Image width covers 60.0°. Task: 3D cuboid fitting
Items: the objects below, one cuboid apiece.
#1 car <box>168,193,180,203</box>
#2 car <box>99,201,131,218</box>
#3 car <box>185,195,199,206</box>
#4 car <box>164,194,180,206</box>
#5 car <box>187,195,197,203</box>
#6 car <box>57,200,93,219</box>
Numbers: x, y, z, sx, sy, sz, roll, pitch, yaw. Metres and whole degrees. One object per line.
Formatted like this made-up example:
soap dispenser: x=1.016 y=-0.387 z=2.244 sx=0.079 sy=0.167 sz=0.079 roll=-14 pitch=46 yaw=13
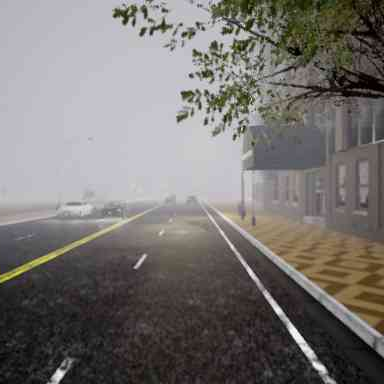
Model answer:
car: x=-3.300 y=1.136 z=62.175 sx=2.097 sy=1.767 sz=4.553 roll=0 pitch=0 yaw=0
car: x=-6.535 y=1.471 z=28.434 sx=1.994 sy=1.385 sz=4.181 roll=0 pitch=0 yaw=0
car: x=-0.042 y=1.324 z=51.790 sx=1.837 sy=1.490 sz=4.892 roll=0 pitch=0 yaw=0
car: x=-3.292 y=1.313 z=51.787 sx=2.128 sy=1.511 sz=4.902 roll=0 pitch=0 yaw=0
car: x=-0.050 y=1.289 z=62.209 sx=1.837 sy=1.490 sz=4.892 roll=0 pitch=0 yaw=0
car: x=-9.785 y=1.434 z=28.212 sx=1.812 sy=1.442 sz=4.674 roll=0 pitch=0 yaw=0
